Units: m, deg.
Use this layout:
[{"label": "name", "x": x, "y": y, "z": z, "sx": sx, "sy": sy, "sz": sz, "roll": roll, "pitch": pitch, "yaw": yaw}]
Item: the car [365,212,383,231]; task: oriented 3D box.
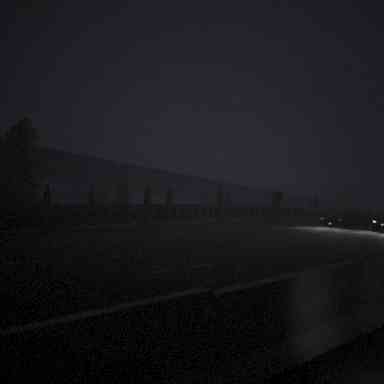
[{"label": "car", "x": 14.158, "y": 1.957, "z": 22.688, "sx": 4.892, "sy": 1.490, "sz": 1.837, "roll": 3, "pitch": -2, "yaw": -35}]

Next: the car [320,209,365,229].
[{"label": "car", "x": 12.113, "y": 2.002, "z": 25.529, "sx": 5.357, "sy": 1.411, "sz": 2.033, "roll": 3, "pitch": -2, "yaw": -35}]
